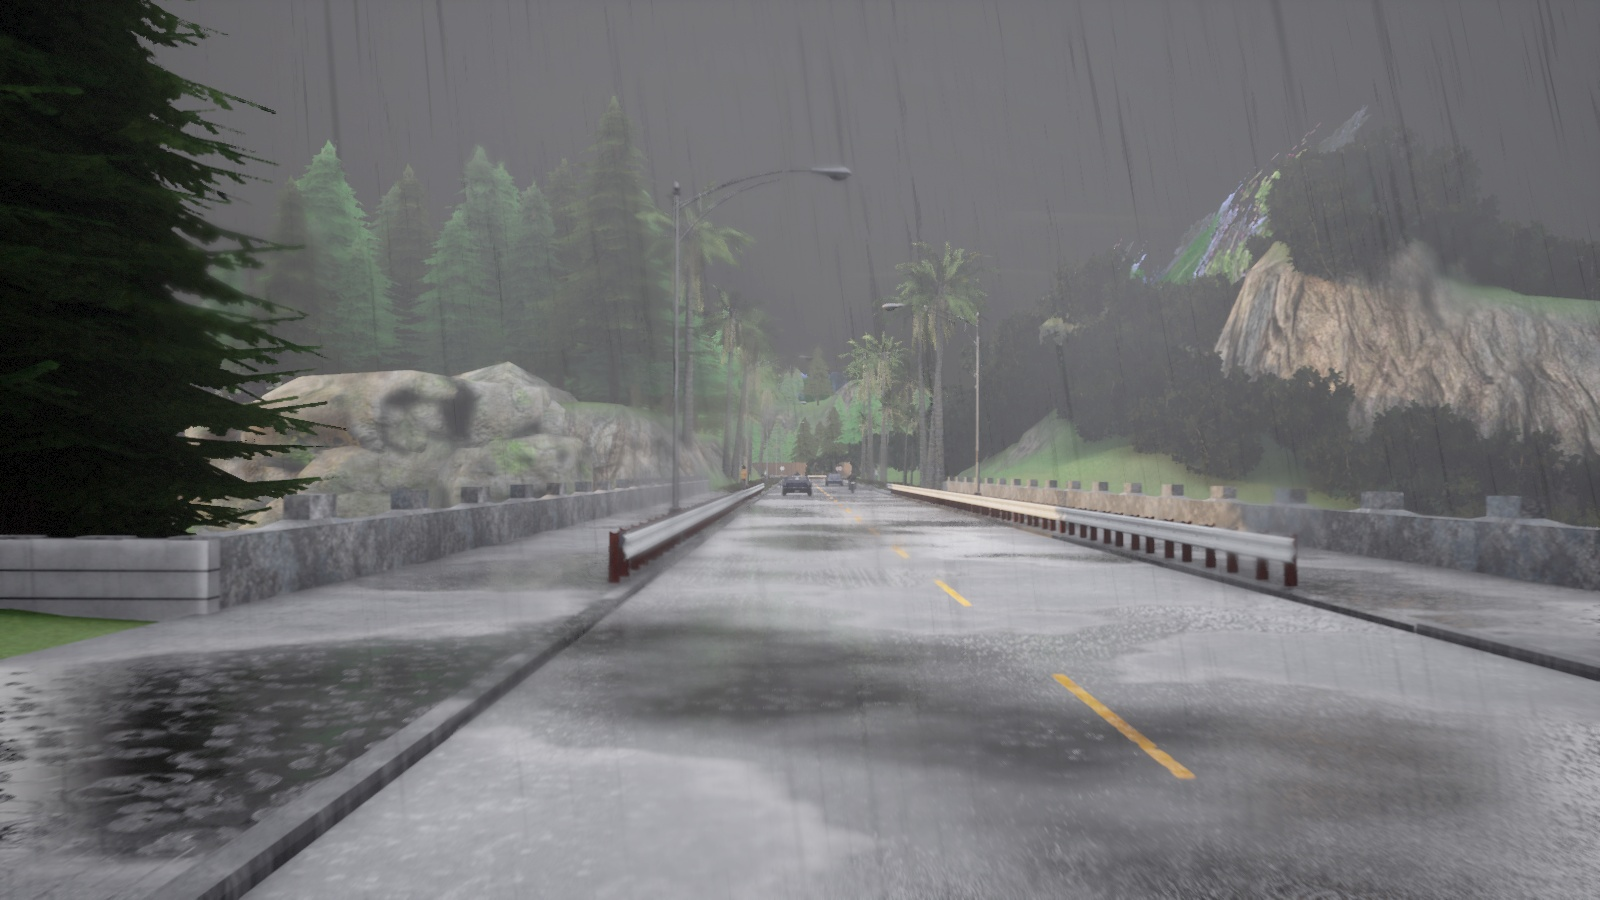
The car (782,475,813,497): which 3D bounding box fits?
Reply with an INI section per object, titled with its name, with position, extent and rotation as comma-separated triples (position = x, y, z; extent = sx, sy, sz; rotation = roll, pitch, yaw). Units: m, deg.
[car]
position = -0.168, 2.232, 78.644
extent = 1.895, 1.301, 4.718
rotation = 0, -1, 0
